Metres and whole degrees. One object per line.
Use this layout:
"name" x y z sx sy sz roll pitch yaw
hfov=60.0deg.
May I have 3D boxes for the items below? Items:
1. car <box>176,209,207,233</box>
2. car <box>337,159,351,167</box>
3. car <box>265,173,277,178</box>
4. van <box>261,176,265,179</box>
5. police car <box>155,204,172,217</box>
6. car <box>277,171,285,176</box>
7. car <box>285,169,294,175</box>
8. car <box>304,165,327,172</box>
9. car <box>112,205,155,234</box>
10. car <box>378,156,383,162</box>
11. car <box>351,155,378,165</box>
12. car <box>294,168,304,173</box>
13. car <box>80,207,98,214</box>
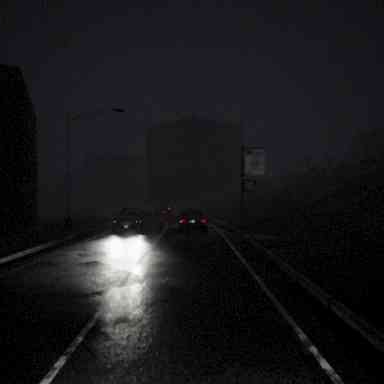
"car" -0.048 1.787 21.579 2.033 1.411 5.357 0 -1 -2
"car" 21.723 -3.730 45.761 2.231 1.521 4.892 0 0 -1
"car" 20.874 -3.900 84.400 2.231 1.521 4.892 0 0 -1
"van" 20.756 -4.138 89.796 1.878 1.987 4.442 0 0 -1
"police car" -4.074 2.266 41.939 2.038 1.542 4.974 0 -2 -20
"car" 21.117 -3.992 73.385 2.185 1.767 4.553 0 0 -1
"car" 21.238 -3.969 67.866 2.185 1.767 4.553 0 0 -1
"car" 21.483 -3.914 56.699 2.185 1.767 4.553 0 0 -1
"car" -3.801 1.725 21.148 2.128 1.511 4.902 0 -1 -2
"car" 22.087 -3.589 34.701 2.002 1.452 4.674 0 1 -3
"car" 21.853 -3.688 40.243 2.231 1.521 4.892 0 0 -1
"car" 21.362 -3.775 62.192 2.002 1.452 4.674 0 0 -1
"car" -18.366 3.319 59.072 1.994 1.385 4.181 -1 -3 -40
